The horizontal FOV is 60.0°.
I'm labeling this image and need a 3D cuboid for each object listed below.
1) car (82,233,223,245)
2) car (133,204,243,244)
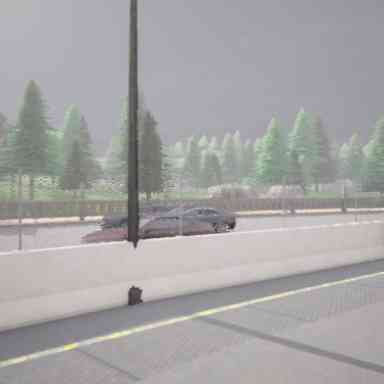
[{"bbox_3d":[-1.326,1.478,11.244,4.674,1.442,1.812,0,0,-31],"label":"car"},{"bbox_3d":[-0.148,1.425,16.010,4.902,1.511,2.128,0,0,-30],"label":"car"}]
